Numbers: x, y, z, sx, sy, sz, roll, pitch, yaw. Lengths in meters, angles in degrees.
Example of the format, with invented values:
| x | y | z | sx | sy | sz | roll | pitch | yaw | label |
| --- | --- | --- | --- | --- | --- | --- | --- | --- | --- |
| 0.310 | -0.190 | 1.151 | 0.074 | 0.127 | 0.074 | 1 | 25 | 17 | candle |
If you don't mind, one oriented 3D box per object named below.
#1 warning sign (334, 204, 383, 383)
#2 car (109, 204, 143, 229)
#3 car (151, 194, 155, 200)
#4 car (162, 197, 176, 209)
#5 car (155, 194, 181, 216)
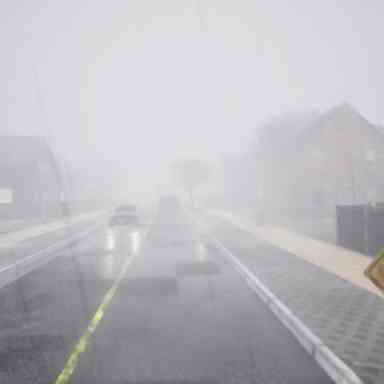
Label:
| x | y | z | sx | sy | sz | roll | pitch | yaw | label |
| --- | --- | --- | --- | --- | --- | --- | --- | --- | --- |
| 2.363 | 1.070 | 3.403 | 1.300 | 1.860 | 1.060 | -1 | 0 | -4 | warning sign |
| -4.374 | 1.568 | 22.407 | 1.837 | 1.490 | 4.892 | -1 | 0 | -4 | car |
| -8.240 | 1.243 | 77.187 | 2.150 | 2.045 | 5.566 | -1 | 0 | -4 | car |
| -3.338 | 1.583 | 48.160 | 1.882 | 1.535 | 5.008 | -1 | 0 | -4 | car |
| -2.288 | 1.263 | 33.551 | 2.150 | 2.045 | 5.566 | -1 | 0 | -3 | car |
